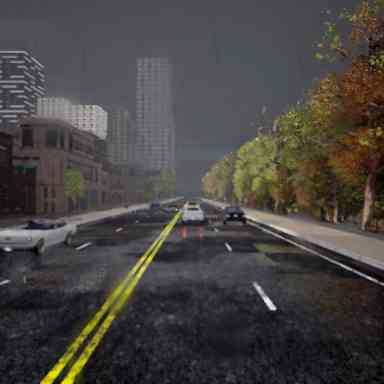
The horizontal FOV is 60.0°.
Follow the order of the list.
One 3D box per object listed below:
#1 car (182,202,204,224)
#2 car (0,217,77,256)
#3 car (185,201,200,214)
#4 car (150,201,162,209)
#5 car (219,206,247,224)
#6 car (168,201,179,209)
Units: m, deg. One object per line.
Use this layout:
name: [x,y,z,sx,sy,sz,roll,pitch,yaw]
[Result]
car: [0.080,1.885,28.535,1.812,1.442,4.674,0,-1,0]
car: [-6.599,1.780,14.156,1.895,1.301,4.718,0,-1,0]
car: [0.053,2.030,44.159,1.882,1.535,5.008,0,0,0]
car: [-6.545,2.352,60.308,1.895,1.301,4.718,0,-1,1]
car: [3.335,1.899,27.857,2.033,1.411,5.357,0,-1,0]
car: [-3.292,2.299,60.315,2.033,1.411,5.357,0,-1,1]
